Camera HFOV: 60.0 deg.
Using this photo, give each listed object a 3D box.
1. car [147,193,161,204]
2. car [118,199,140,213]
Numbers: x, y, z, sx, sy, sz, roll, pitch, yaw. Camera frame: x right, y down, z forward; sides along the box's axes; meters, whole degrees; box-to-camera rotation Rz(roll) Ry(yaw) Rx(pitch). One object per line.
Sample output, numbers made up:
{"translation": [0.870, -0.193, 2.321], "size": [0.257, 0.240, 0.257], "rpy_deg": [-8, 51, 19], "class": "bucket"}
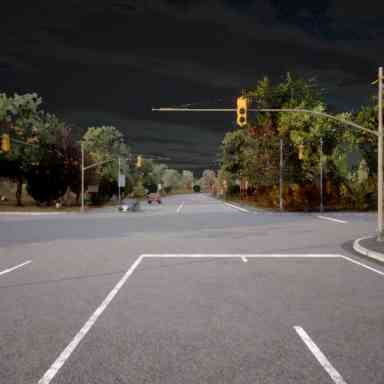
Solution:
{"translation": [-7.000, 1.162, 62.472], "size": [2.150, 2.045, 5.566], "rpy_deg": [0, 0, 0], "class": "car"}
{"translation": [-7.000, 1.495, 37.306], "size": [2.128, 1.511, 4.902], "rpy_deg": [0, 0, 0], "class": "car"}
